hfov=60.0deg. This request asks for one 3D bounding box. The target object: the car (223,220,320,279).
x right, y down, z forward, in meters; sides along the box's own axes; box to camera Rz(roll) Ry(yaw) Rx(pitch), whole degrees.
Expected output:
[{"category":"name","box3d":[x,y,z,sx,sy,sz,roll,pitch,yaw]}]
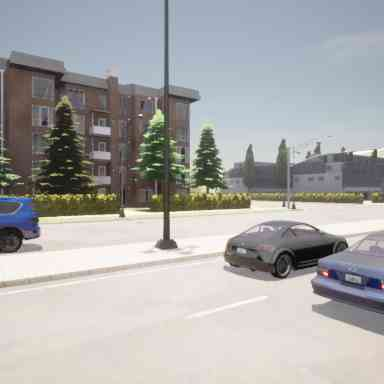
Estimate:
[{"category":"car","box3d":[2.980,1.564,10.172,4.181,1.385,1.994,0,0,-35]}]

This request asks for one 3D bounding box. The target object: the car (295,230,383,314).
[{"category":"car","box3d":[4.842,1.547,7.203,5.357,1.411,2.033,0,0,-35]}]

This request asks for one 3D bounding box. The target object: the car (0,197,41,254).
[{"category":"car","box3d":[-8.512,1.222,12.052,5.566,2.045,2.150,0,0,-36]}]
